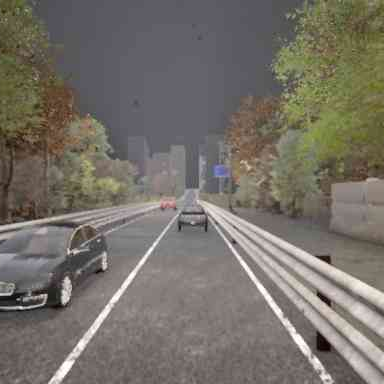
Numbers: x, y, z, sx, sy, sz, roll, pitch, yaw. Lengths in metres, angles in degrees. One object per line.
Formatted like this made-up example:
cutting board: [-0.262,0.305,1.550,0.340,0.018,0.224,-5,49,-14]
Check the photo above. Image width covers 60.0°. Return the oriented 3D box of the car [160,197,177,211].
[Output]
car: [-3.315,1.703,48.327,2.150,2.045,5.566,0,-1,0]

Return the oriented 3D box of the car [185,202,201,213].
car: [0.109,1.952,43.156,1.994,1.385,4.181,0,-1,0]

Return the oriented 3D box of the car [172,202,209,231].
car: [0.070,1.590,21.351,2.128,1.511,4.902,0,0,0]

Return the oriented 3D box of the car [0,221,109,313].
car: [-3.346,1.519,7.946,1.837,1.490,4.892,0,0,0]
